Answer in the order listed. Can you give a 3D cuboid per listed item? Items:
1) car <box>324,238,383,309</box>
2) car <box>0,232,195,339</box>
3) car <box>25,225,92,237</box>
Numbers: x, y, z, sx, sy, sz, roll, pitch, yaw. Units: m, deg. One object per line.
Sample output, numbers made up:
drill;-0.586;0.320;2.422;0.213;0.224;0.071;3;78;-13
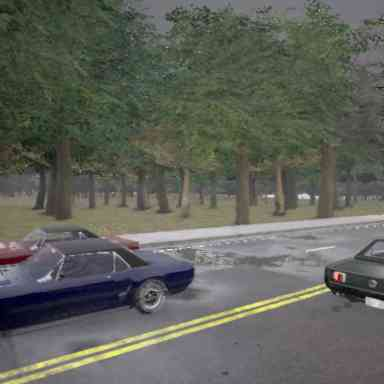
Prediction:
car;4.918;1.603;6.947;4.718;1.301;1.895;0;0;-36
car;-2.350;1.600;6.001;4.718;1.301;1.895;0;0;-35
car;-3.910;1.600;8.879;4.718;1.301;1.895;0;0;-35
